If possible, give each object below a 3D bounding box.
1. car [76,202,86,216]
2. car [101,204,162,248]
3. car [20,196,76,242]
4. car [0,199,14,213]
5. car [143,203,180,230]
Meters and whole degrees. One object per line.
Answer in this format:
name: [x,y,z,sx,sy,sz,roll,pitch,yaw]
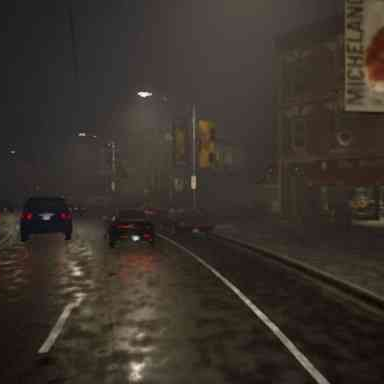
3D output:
car: [-11.704,1.506,31.095,2.033,1.411,5.357,0,0,-39]
car: [-2.862,1.475,14.785,1.837,1.490,4.892,0,0,-18]
car: [-7.276,1.202,16.772,2.150,2.045,5.566,0,0,-22]
car: [-20.471,1.485,35.216,4.892,1.490,1.837,0,0,44]
car: [-2.931,1.468,23.116,2.002,1.452,4.674,0,0,-28]
